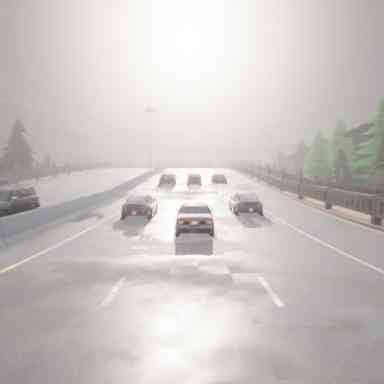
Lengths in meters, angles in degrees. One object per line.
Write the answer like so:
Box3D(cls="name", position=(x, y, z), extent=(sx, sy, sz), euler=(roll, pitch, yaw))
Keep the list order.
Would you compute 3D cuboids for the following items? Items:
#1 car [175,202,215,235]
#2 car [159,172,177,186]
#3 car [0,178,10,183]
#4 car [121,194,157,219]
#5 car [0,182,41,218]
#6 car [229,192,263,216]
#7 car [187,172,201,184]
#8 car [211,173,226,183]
Box3D(cls="car", position=(0.129, 1.201, 16.503), extent=(2.033, 1.411, 5.357), euler=(0, 3, 0))
Box3D(cls="car", position=(-3.202, -1.900, 44.619), extent=(2.097, 1.767, 4.553), euler=(0, 7, 0))
Box3D(cls="car", position=(-17.442, -0.060, 28.139), extent=(2.150, 2.045, 5.566), euler=(0, 6, 2))
Box3D(cls="car", position=(-3.340, 0.848, 21.491), extent=(1.812, 1.442, 4.674), euler=(0, 5, 0))
Box3D(cls="car", position=(-10.522, 0.746, 18.544), extent=(2.150, 2.045, 5.566), euler=(0, 4, 1))
Box3D(cls="car", position=(3.668, 0.735, 22.870), extent=(1.812, 1.442, 4.674), euler=(0, 5, 0))
Box3D(cls="car", position=(0.308, -1.985, 46.342), extent=(1.882, 1.535, 5.008), euler=(0, 7, 0))
Box3D(cls="car", position=(3.815, -2.049, 47.569), extent=(1.994, 1.385, 4.181), euler=(0, 7, 0))
